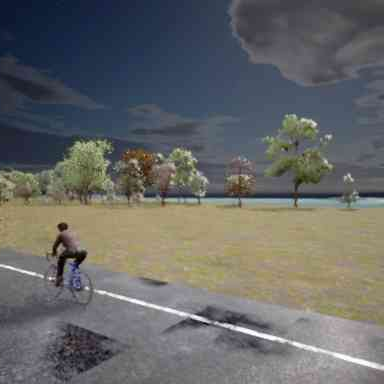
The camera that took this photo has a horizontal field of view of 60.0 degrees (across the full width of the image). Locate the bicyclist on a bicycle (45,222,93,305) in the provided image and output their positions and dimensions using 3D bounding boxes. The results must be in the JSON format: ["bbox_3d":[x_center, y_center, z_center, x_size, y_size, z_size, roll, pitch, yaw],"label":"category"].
[{"bbox_3d":[-2.597,1.458,6.915,1.656,1.620,0.582,0,0,36],"label":"bicyclist on a bicycle"}]
